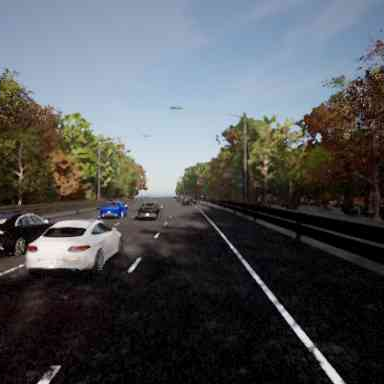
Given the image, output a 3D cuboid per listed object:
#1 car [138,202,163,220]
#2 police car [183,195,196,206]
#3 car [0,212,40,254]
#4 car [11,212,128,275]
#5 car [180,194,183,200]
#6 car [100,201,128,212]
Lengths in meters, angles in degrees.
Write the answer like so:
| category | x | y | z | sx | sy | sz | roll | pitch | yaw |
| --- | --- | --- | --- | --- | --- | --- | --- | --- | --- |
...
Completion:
| category | x | y | z | sx | sy | sz | roll | pitch | yaw |
| --- | --- | --- | --- | --- | --- | --- | --- | --- | --- |
| car | -3.718 | 1.638 | 29.814 | 1.837 | 1.490 | 4.892 | 0 | 0 | -1 |
| police car | -0.247 | 1.771 | 62.114 | 1.930 | 1.638 | 5.238 | 0 | 0 | -2 |
| car | -6.976 | 1.543 | 13.151 | 2.128 | 1.511 | 4.902 | 0 | 0 | 0 |
| car | -3.450 | 1.565 | 10.425 | 1.812 | 1.442 | 4.674 | 0 | 0 | 0 |
| car | -0.990 | 1.704 | 78.122 | 2.150 | 2.045 | 5.566 | 0 | -1 | -3 |
| car | -7.252 | 1.621 | 31.384 | 1.882 | 1.535 | 5.008 | 0 | 0 | -1 |
